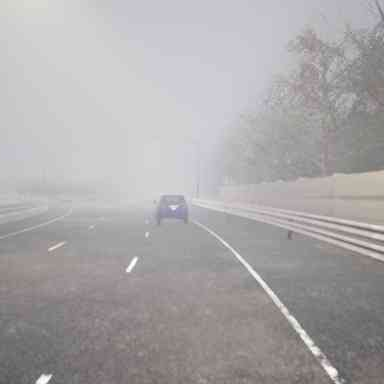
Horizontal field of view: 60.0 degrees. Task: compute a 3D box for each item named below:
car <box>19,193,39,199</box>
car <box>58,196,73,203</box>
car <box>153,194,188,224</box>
[{"bbox_3d":[-41.469,1.115,84.732,4.892,1.490,1.837,0,0,43],"label":"car"},{"bbox_3d":[-24.830,1.455,65.186,1.895,1.301,4.718,0,0,-34],"label":"car"},{"bbox_3d":[-1.617,1.183,24.453,2.150,2.045,5.566,0,0,-9],"label":"car"}]
